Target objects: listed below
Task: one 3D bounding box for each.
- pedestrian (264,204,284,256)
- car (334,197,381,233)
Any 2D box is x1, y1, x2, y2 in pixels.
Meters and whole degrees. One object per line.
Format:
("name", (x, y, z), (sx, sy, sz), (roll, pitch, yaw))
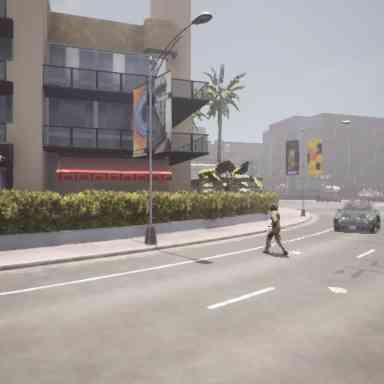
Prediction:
("pedestrian", (2.888, 1.297, 11.783), (0.375, 1.860, 0.375), (0, 0, -45))
("car", (9.915, 1.360, 19.811), (2.097, 1.767, 4.553), (0, 0, 34))
